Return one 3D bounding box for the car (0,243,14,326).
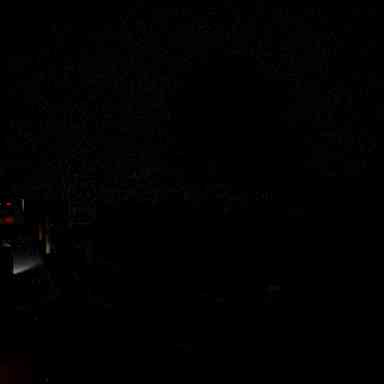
[{"bbox_3d":[-4.599,1.563,6.476,1.994,1.385,4.181,0,0,-28],"label":"car"}]

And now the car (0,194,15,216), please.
[{"bbox_3d":[-18.780,1.239,32.701,2.150,2.045,5.566,0,0,-28],"label":"car"}]

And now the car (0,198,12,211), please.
[{"bbox_3d":[-23.932,1.576,42.105,2.033,1.411,5.357,0,0,-28],"label":"car"}]
